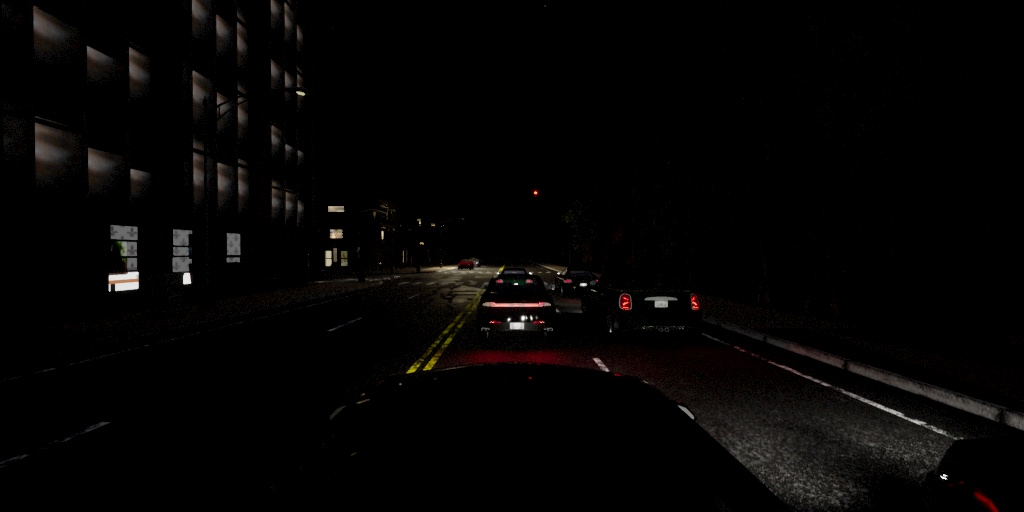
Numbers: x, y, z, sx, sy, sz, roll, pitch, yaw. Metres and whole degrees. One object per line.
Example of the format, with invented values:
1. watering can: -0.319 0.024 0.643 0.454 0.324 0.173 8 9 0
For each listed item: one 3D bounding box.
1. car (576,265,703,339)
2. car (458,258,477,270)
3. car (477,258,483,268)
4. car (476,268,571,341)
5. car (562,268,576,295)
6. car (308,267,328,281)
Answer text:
1. car: 3.358 1.101 10.184 2.097 1.767 4.553 0 0 0
2. car: -6.587 1.220 51.479 1.882 1.535 5.008 0 0 0
3. car: -6.593 1.094 61.276 2.097 1.767 4.553 0 0 0
4. car: 0.108 1.240 9.873 2.128 1.511 4.902 0 0 0
5. car: 3.363 1.311 18.792 1.994 1.385 4.181 0 0 0
6. car: -19.704 1.521 33.073 5.008 1.535 1.882 -1 1 0
